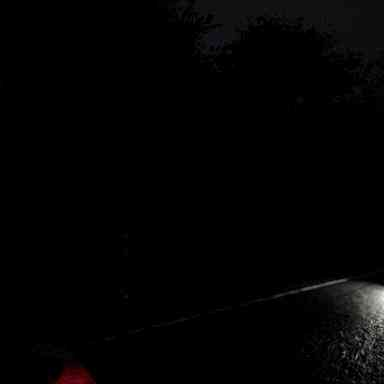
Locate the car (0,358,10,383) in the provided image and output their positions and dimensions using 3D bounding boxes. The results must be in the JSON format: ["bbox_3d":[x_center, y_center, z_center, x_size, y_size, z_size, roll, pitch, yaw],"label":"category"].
[{"bbox_3d":[-3.742,1.552,1.324,5.357,1.411,2.033,0,0,-35],"label":"car"}]
